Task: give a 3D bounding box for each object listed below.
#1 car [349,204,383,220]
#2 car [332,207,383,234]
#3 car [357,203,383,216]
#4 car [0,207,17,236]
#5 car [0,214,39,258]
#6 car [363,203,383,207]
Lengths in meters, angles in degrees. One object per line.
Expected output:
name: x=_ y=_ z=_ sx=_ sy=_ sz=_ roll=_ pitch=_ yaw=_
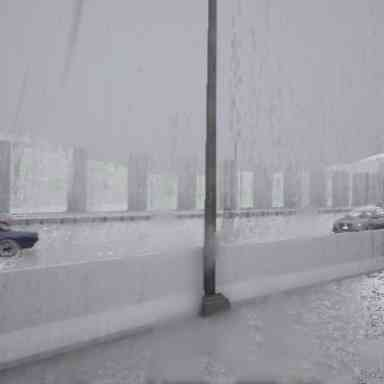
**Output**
car: x=18.121 y=1.960 z=33.159 sx=5.357 sy=1.411 sz=2.033 roll=1 pitch=0 yaw=-34
car: x=10.091 y=1.799 z=19.400 sx=4.181 sy=1.385 sz=1.994 roll=1 pitch=0 yaw=-34
car: x=22.402 y=2.052 z=40.249 sx=5.357 sy=1.411 sz=2.033 roll=1 pitch=0 yaw=-34
car: x=-11.566 y=1.553 z=17.218 sx=4.181 sy=1.385 sz=1.994 roll=1 pitch=0 yaw=-35
car: x=-7.883 y=1.590 z=11.257 sx=4.718 sy=1.301 sz=1.895 roll=1 pitch=0 yaw=-35
car: x=13.881 y=1.846 z=26.132 sx=4.674 sy=1.442 sz=1.812 roll=1 pitch=0 yaw=-34
